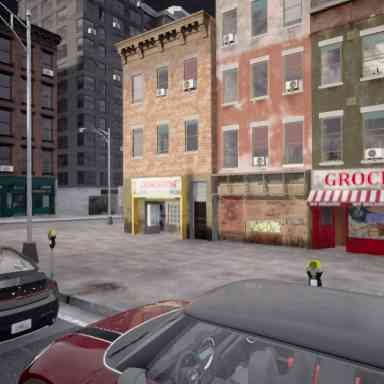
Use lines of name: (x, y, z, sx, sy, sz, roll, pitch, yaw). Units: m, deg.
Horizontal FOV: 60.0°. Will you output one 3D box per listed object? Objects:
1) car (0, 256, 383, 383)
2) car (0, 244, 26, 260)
car: (0.440, 1.440, 2.504, 4.097, 1.590, 1.967, 0, 0, 35)
car: (-4.044, 1.552, 5.695, 4.403, 1.369, 2.008, 0, 0, 35)
